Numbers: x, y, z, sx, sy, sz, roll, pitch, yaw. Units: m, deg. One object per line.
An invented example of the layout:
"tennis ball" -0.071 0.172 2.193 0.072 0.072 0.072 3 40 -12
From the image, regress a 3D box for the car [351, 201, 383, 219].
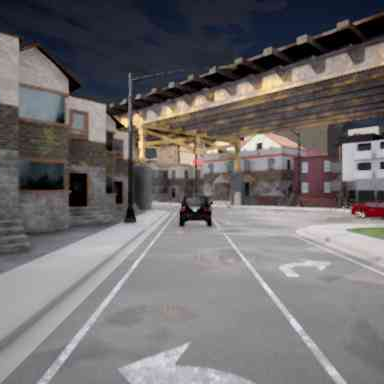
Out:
"car" 16.036 1.508 27.862 1.882 1.535 5.008 0 0 -44

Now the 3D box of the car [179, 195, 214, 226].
"car" 0.330 1.247 23.680 2.150 2.045 5.566 0 0 3
